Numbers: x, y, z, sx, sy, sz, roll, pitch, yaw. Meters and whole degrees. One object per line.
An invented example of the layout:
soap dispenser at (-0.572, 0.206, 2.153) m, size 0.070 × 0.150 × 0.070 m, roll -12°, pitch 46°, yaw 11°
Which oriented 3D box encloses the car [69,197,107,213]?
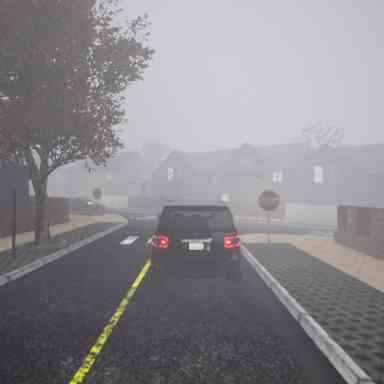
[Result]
car at (-10.644, 1.216, 31.918) m, size 5.357 × 1.411 × 2.033 m, roll 2°, pitch 0°, yaw 32°

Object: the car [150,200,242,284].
car at (0.108, 1.240, 9.733) m, size 2.150 × 2.045 × 5.566 m, roll 0°, pitch 0°, yaw 0°

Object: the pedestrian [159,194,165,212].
pedestrian at (-3.095, 1.131, 34.103) m, size 0.375 × 1.860 × 0.375 m, roll -1°, pitch -5°, yaw 32°
